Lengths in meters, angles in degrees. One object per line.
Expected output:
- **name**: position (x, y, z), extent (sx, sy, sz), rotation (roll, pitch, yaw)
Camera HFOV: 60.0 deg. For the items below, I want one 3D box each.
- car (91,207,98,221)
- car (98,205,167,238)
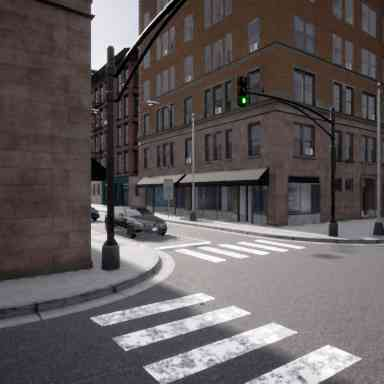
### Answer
- **car**: position (-8.719, 1.398, 25.197), extent (2.033, 1.411, 5.357), rotation (0, 0, -36)
- **car**: position (-3.064, 1.436, 17.271), extent (1.812, 1.442, 4.674), rotation (0, 0, -35)
